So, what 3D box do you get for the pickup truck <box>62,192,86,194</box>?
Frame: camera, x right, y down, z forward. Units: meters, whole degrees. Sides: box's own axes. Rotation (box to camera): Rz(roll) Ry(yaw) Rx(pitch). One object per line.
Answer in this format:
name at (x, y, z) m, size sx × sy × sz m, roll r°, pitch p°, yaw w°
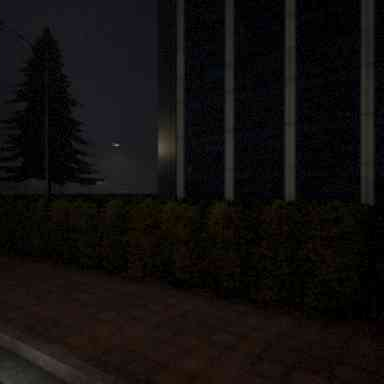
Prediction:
pickup truck at (-21.434, 0.959, 61.666) m, size 6.274 × 2.098 × 2.390 m, roll 0°, pitch 0°, yaw -24°
